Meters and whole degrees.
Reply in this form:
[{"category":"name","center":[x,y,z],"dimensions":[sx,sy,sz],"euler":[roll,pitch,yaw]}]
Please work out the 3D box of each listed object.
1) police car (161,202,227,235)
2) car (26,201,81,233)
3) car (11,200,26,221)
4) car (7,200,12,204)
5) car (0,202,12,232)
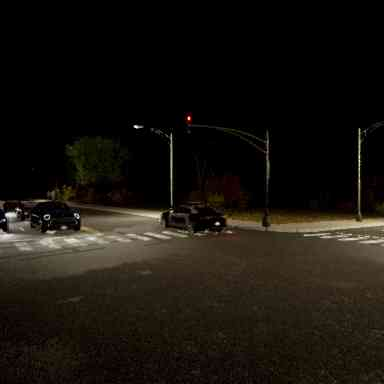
[{"category":"police car","center":[-0.097,1.427,19.272],"dimensions":[1.930,1.638,5.238],"euler":[0,0,-33]},{"category":"car","center":[-8.240,1.355,19.906],"dimensions":[2.097,1.767,4.553],"euler":[0,0,-35]},{"category":"car","center":[-13.484,1.549,27.801],"dimensions":[2.033,1.411,5.357],"euler":[0,0,-33]},{"category":"car","center":[-20.968,1.600,39.249],"dimensions":[1.895,1.301,4.718],"euler":[0,0,-33]},{"category":"car","center":[-11.959,1.532,19.540],"dimensions":[1.812,1.442,4.674],"euler":[0,0,-33]}]
